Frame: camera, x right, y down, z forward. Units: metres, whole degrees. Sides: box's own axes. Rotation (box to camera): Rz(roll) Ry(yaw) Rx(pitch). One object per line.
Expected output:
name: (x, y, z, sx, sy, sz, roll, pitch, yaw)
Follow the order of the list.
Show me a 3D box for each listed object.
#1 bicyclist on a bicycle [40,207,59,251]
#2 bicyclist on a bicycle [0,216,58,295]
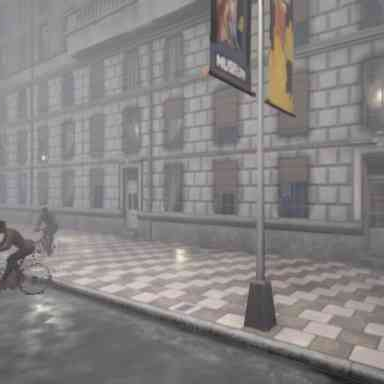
bicyclist on a bicycle: (-4.430, 1.288, 10.182, 0.582, 1.620, 1.656, 0, -1, 2)
bicyclist on a bicycle: (-3.767, 1.413, 6.867, 1.656, 1.620, 0.582, 0, -1, -38)
